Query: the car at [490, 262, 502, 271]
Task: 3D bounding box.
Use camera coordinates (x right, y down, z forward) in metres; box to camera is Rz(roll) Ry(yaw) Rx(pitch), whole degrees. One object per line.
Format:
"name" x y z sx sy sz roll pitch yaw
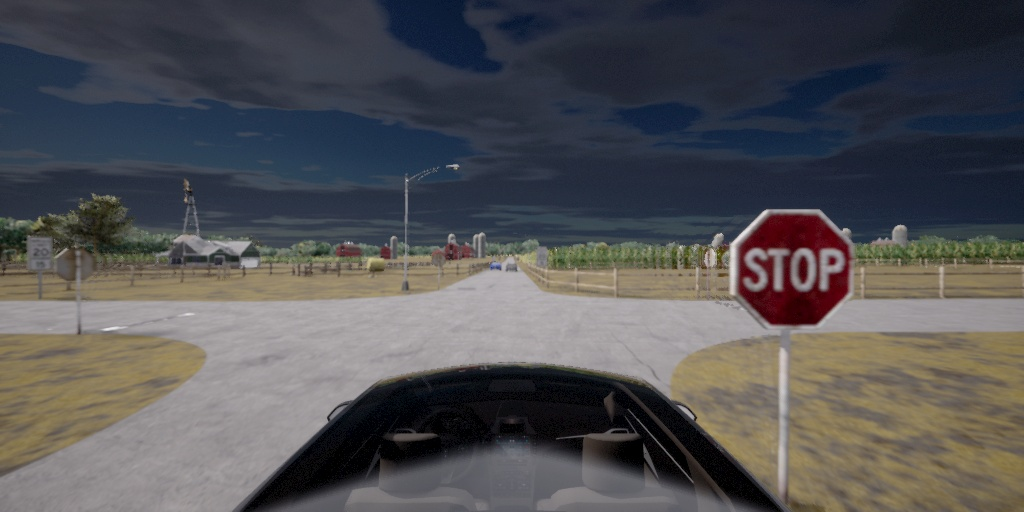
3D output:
"car" -2.808 1.796 63.602 1.882 1.535 5.008 0 -1 0

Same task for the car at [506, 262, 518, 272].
"car" -0.052 1.754 57.774 2.128 1.511 4.902 0 -1 0
